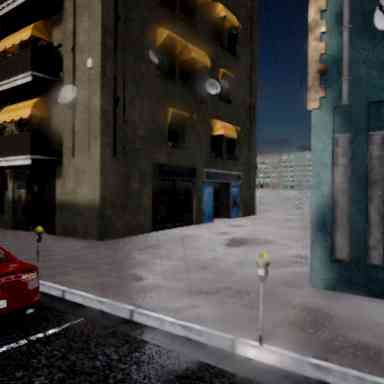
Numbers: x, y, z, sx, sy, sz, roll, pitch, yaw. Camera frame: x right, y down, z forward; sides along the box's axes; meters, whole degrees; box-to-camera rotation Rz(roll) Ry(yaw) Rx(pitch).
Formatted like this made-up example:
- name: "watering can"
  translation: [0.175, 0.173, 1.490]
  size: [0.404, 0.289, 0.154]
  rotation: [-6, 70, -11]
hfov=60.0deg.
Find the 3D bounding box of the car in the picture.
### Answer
- name: "car"
  translation: [-4.641, 1.514, 6.174]
  size: [4.507, 1.381, 1.887]
  rotation: [0, 1, 35]
